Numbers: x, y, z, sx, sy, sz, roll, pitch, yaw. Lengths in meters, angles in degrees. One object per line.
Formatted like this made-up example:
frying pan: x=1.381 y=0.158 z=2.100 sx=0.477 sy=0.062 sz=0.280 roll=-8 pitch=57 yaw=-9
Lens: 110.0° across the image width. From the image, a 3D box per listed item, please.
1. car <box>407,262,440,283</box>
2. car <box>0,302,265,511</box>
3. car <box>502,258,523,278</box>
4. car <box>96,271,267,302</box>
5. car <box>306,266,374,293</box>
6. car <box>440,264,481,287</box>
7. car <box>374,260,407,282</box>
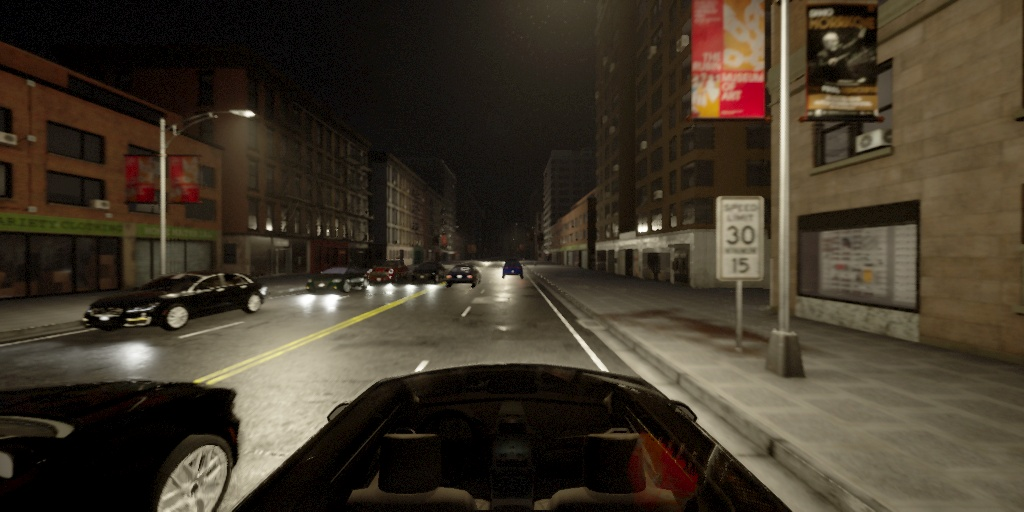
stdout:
car: x=-6.539 y=1.247 z=28.551 sx=1.882 sy=1.535 sz=5.008 roll=0 pitch=0 yaw=0
car: x=-3.147 y=1.228 z=0.915 sx=1.882 sy=1.535 sz=5.008 roll=0 pitch=0 yaw=0
car: x=0.054 y=1.226 z=33.846 sx=1.882 sy=1.535 sz=5.008 roll=0 pitch=0 yaw=0
car: x=-9.849 y=1.253 z=11.092 sx=1.837 sy=1.490 sz=4.892 roll=0 pitch=0 yaw=0
car: x=-9.864 y=1.312 z=20.543 sx=1.994 sy=1.385 sz=4.181 roll=0 pitch=0 yaw=0
car: x=-3.180 y=1.296 z=24.174 sx=2.033 sy=1.411 sz=5.357 roll=0 pitch=0 yaw=0
car: x=-9.789 y=1.129 z=28.576 sx=2.097 sy=1.767 sz=4.553 roll=0 pitch=0 yaw=0
